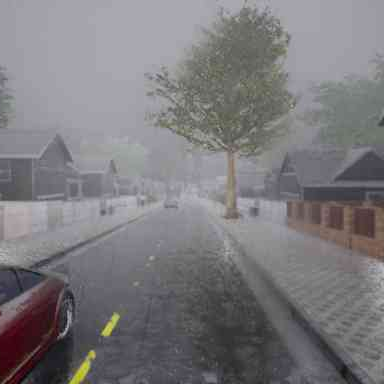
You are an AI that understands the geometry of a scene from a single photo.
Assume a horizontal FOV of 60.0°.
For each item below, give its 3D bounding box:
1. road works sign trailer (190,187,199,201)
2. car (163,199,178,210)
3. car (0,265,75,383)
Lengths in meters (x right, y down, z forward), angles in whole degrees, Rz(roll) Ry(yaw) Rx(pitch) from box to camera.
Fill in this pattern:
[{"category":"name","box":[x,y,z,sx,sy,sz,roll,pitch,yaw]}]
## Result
[{"category":"road works sign trailer","box":[0.555,0.524,84.795,2.380,3.560,2.880,3,3,-3]},{"category":"car","box":[-2.825,1.655,45.573,2.033,1.411,5.357,0,0,0]},{"category":"car","box":[-2.850,1.571,3.640,1.994,1.385,4.181,0,0,0]}]
